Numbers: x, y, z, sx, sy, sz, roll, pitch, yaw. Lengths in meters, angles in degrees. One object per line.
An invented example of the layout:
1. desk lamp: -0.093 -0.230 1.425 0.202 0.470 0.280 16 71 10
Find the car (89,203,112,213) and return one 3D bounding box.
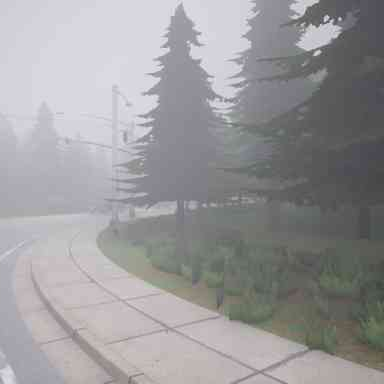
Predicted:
1. car: -9.179 1.491 36.486 2.128 1.511 4.902 0 0 27

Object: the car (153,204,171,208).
1. car: -4.548 1.525 45.398 1.812 1.442 4.674 0 0 29
